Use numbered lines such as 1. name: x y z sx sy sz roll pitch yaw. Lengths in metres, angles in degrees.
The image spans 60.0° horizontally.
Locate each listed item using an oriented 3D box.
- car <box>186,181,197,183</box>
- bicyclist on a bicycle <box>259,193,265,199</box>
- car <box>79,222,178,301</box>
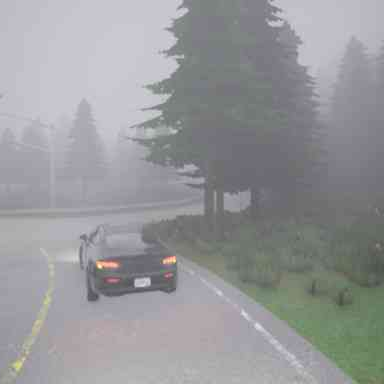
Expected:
1. car: -0.091 -2.659 70.159 2.150 2.045 5.566 0 5 -1
2. bicyclist on a bicycle: 6.215 0.663 30.495 1.656 1.620 0.582 -13 -3 35
3. car: -1.712 1.461 8.199 1.812 1.442 4.674 0 0 -21
